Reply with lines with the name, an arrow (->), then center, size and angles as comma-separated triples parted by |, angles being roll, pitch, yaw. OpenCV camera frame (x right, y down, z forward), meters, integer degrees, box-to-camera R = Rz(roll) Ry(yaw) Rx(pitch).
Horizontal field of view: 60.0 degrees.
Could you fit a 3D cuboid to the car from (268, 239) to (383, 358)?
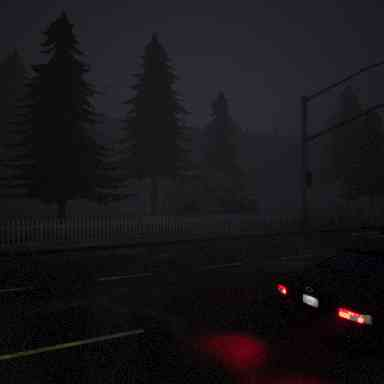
car -> 3.891, 1.547, 5.698 | 5.357, 1.411, 2.033 | 0, 0, -26
